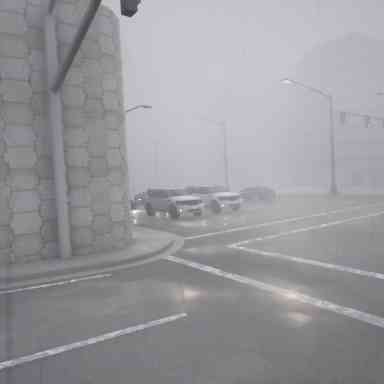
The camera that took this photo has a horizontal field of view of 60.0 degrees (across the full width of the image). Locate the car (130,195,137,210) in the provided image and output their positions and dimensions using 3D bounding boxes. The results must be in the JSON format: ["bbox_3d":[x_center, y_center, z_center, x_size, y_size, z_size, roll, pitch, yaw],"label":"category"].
[{"bbox_3d":[-6.867,1.001,31.330,1.994,1.385,4.181,-5,3,-35],"label":"car"}]

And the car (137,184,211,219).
[{"bbox_3d":[-1.445,0.661,23.630,2.150,2.045,5.566,-5,3,-35],"label":"car"}]

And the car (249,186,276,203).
[{"bbox_3d":[5.788,0.222,31.923,1.837,1.490,4.892,-5,3,-35],"label":"car"}]

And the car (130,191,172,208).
[{"bbox_3d":[-4.217,0.692,33.629,2.128,1.511,4.902,-5,3,-35],"label":"car"}]

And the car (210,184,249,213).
[{"bbox_3d":[1.400,0.425,25.654,2.150,2.045,5.566,-5,3,-35],"label":"car"}]
